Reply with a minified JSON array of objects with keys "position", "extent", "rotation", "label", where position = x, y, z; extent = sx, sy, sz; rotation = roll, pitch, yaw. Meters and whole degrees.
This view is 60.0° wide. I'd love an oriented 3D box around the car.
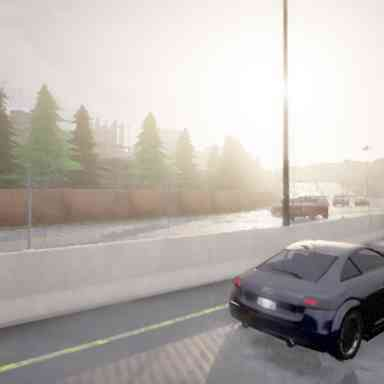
[{"position":[2.647,1.581,6.062],"extent":[4.181,1.385,1.994],"rotation":[0,0,-39],"label":"car"}]
